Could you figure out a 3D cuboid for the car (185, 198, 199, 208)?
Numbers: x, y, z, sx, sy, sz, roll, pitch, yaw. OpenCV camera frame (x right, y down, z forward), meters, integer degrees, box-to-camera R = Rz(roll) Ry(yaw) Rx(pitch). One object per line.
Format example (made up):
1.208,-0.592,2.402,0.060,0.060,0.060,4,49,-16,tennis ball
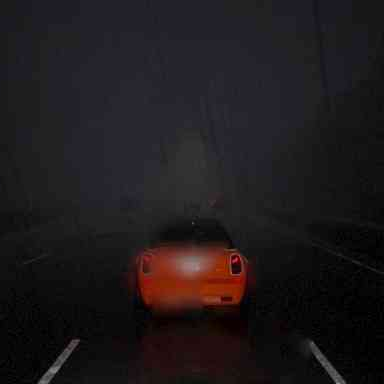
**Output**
0.012,1.601,48.287,1.895,1.301,4.718,0,0,0,car

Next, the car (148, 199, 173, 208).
-3.491,1.478,37.794,1.882,1.535,5.008,0,0,0,car

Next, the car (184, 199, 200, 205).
0.009,1.601,38.239,1.895,1.301,4.718,0,0,0,car

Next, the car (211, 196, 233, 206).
3.509,1.478,37.792,1.882,1.535,5.008,0,0,0,car

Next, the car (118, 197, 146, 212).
-6.991,1.352,38.148,2.097,1.767,4.553,0,0,0,car

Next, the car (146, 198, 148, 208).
-6.988,1.564,48.226,1.994,1.385,4.181,0,0,0,car

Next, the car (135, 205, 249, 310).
0.002,1.352,7.969,2.097,1.767,4.553,0,0,0,car

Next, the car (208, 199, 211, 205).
3.512,1.352,48.179,2.097,1.767,4.553,0,0,0,car

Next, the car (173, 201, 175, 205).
-3.488,1.601,48.258,1.895,1.301,4.718,0,0,0,car
